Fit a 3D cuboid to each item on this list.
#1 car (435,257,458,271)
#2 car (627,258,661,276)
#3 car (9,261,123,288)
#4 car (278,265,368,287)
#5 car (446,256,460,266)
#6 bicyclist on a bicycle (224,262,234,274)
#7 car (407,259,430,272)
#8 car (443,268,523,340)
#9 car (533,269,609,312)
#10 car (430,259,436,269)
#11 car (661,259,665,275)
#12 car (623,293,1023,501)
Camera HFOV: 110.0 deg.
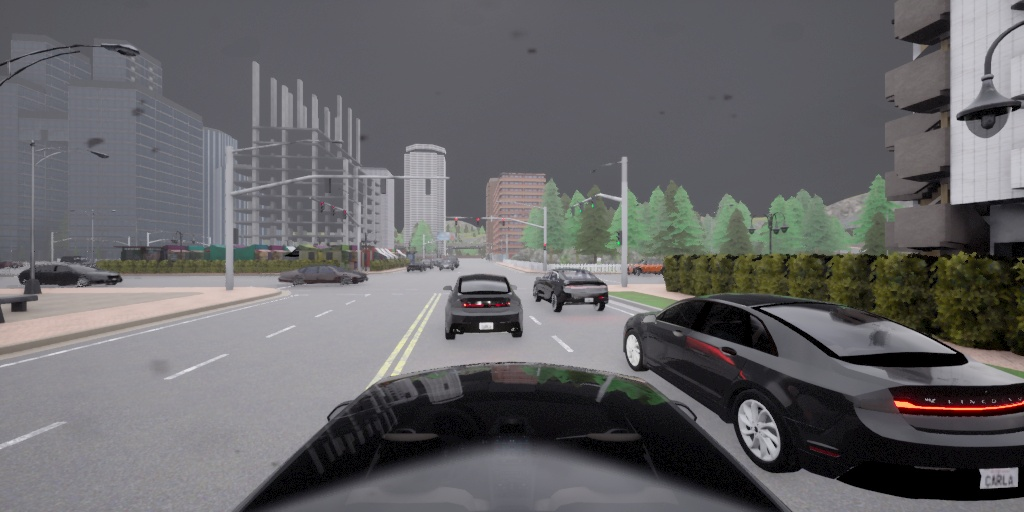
[{"bbox_3d":[-9.059,1.242,50.064,2.128,1.511,4.902,0,0,-6],"label":"car"},{"bbox_3d":[14.058,1.102,37.499,4.553,1.767,2.097,0,0,-5],"label":"car"},{"bbox_3d":[-28.221,1.254,23.035,4.892,1.490,1.837,0,0,-5],"label":"car"},{"bbox_3d":[-12.744,1.297,24.398,5.357,1.411,2.033,0,0,-5],"label":"car"},{"bbox_3d":[-10.153,0.971,59.864,2.150,2.045,5.566,0,0,-6],"label":"car"},{"bbox_3d":[-29.516,1.011,37.408,0.582,1.620,1.656,0,5,-5],"label":"bicyclist on a bicycle"},{"bbox_3d":[-12.195,1.351,46.078,1.895,1.301,4.718,0,0,-4],"label":"car"},{"bbox_3d":[-0.857,1.255,10.090,1.837,1.490,4.892,0,0,-7],"label":"car"},{"bbox_3d":[2.140,1.242,14.205,2.128,1.511,4.902,0,0,-9],"label":"car"},{"bbox_3d":[-13.169,1.255,55.317,1.837,1.490,4.892,0,0,-6],"label":"car"},{"bbox_3d":[14.561,0.971,26.804,5.566,2.045,2.150,0,0,-5],"label":"car"},{"bbox_3d":[3.113,1.255,4.844,1.837,1.490,4.892,0,0,-4],"label":"car"}]
